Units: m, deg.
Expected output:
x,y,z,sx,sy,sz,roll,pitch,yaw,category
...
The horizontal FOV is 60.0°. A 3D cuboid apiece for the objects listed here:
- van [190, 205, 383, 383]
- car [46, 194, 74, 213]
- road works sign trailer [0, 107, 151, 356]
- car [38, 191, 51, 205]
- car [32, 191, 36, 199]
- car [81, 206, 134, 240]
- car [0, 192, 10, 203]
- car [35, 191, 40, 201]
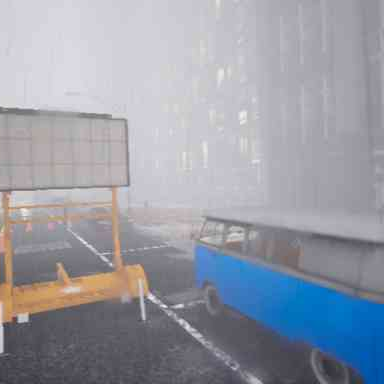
x,y,z,sx,sy,sz,roll,pitch,yaw,category
1.450,1.142,4.706,1.690,1.788,3.998,-3,2,-28,van
-11.721,1.081,29.938,1.802,1.307,4.206,-3,2,-28,car
-2.359,0.347,6.112,2.380,3.560,2.880,-3,2,-28,road works sign trailer
-16.994,0.924,40.027,2.008,1.369,4.403,-3,2,-28,car
-24.905,0.611,55.158,1.967,1.590,4.097,-3,2,-28,car
-3.814,1.262,14.802,1.802,1.307,4.206,-3,2,-28,car
-28.354,0.803,49.472,2.097,1.767,4.553,-3,2,-28,car
-19.630,0.858,45.072,2.008,1.369,4.403,-3,2,-28,car
